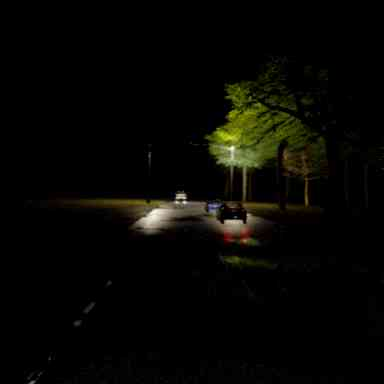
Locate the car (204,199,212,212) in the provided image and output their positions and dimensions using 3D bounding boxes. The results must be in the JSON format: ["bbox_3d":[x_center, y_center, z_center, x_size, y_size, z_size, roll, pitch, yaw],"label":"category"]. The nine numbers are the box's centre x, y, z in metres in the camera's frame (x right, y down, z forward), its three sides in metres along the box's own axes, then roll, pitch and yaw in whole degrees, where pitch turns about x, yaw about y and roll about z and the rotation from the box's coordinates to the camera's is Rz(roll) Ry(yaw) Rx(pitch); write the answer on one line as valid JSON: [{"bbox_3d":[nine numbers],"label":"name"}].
[{"bbox_3d":[2.410,1.494,37.680,2.033,1.411,5.357,1,0,-2],"label":"car"}]

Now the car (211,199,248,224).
[{"bbox_3d":[2.857,1.474,24.593,2.128,1.511,4.902,1,0,-1],"label":"car"}]

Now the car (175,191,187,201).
[{"bbox_3d":[-2.346,0.865,70.796,2.150,2.045,5.566,1,0,-2],"label":"car"}]
